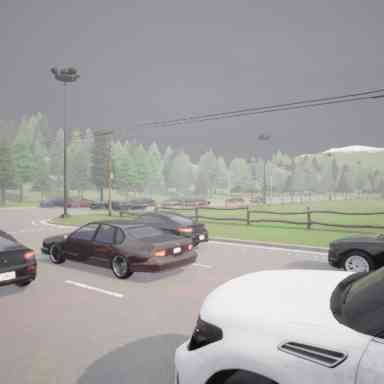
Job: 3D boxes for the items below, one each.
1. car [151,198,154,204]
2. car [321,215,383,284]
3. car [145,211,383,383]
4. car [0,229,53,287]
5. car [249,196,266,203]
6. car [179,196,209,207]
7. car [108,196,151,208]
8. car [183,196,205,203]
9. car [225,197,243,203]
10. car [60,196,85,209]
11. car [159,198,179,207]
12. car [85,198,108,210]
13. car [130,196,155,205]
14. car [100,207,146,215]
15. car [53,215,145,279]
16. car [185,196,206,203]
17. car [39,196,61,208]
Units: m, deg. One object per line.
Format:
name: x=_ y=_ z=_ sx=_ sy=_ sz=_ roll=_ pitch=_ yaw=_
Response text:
car: x=-8.269 y=1.562 z=55.963 sx=1.994 sy=1.385 sz=4.181 roll=0 pitch=0 yaw=37
car: x=6.044 y=1.478 z=8.250 sx=5.008 sy=1.535 sz=1.882 roll=0 pitch=0 yaw=36
car: x=2.497 y=1.221 z=2.173 sx=5.566 sy=2.045 sz=2.150 roll=0 pitch=0 yaw=36
car: x=-5.562 y=1.526 z=8.055 sx=4.674 sy=1.442 sz=1.812 roll=0 pitch=0 yaw=36
car: x=13.272 y=1.492 z=66.946 sx=2.128 sy=1.511 sz=4.902 roll=0 pitch=0 yaw=37
car: x=0.591 y=1.600 z=50.283 sx=1.895 sy=1.301 sz=4.718 roll=0 pitch=0 yaw=37
car: x=-7.397 y=1.564 z=39.669 sx=1.994 sy=1.385 sz=4.181 roll=0 pitch=0 yaw=37
car: x=0.455 y=1.538 z=73.186 sx=2.033 sy=1.411 sz=5.357 roll=0 pitch=0 yaw=37
car: x=8.356 y=1.601 z=66.271 sx=1.895 sy=1.301 sz=4.718 roll=0 pitch=0 yaw=38
car: x=-15.516 y=1.564 z=46.346 sx=1.994 sy=1.385 sz=4.181 roll=0 pitch=0 yaw=37
car: x=-3.086 y=1.563 z=51.218 sx=1.994 sy=1.385 sz=4.181 roll=0 pitch=0 yaw=37
car: x=-10.496 y=1.601 z=41.366 sx=1.895 sy=1.301 sz=4.718 roll=0 pitch=0 yaw=34
car: x=-9.005 y=1.525 z=60.773 sx=1.812 sy=1.442 sz=4.674 roll=0 pitch=0 yaw=37
car: x=-1.487 y=1.526 z=13.749 sx=4.674 sy=1.442 sz=1.812 roll=0 pitch=0 yaw=36
car: x=-2.401 y=1.547 z=10.062 sx=5.357 sy=1.411 sz=2.033 roll=0 pitch=0 yaw=37
car: x=0.794 y=1.525 z=67.847 sx=1.812 sy=1.442 sz=4.674 roll=0 pitch=0 yaw=37
car: x=-19.223 y=1.353 z=47.200 sx=2.097 sy=1.767 sz=4.553 roll=0 pitch=0 yaw=36
